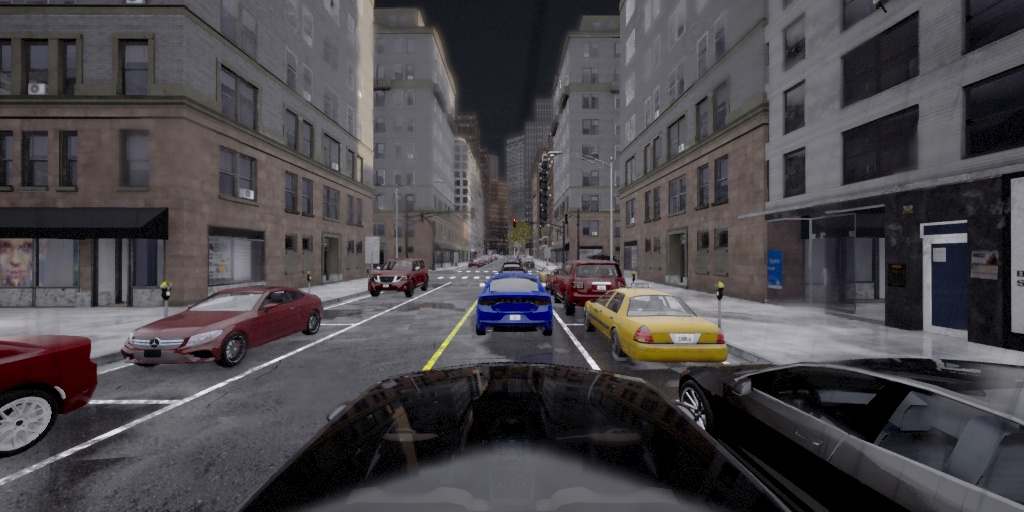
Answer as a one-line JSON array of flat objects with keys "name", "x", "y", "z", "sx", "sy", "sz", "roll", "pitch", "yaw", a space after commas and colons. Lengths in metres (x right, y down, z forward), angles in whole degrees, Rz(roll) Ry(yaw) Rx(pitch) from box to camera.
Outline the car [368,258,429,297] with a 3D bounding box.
[{"name": "car", "x": -5.791, "y": 1.046, "z": 18.961, "sx": 2.192, "sy": 1.841, "sz": 5.009, "roll": 0, "pitch": 0, "yaw": 0}]

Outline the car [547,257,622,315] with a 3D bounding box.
[{"name": "car", "x": 2.744, "y": 1.055, "z": 13.416, "sx": 2.192, "sy": 1.841, "sz": 5.009, "roll": 0, "pitch": 0, "yaw": 0}]

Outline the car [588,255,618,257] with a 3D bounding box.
[{"name": "car", "x": 9.191, "y": 0.869, "z": 39.708, "sx": 5.566, "sy": 2.045, "sz": 2.150, "roll": 0, "pitch": 0, "yaw": 0}]

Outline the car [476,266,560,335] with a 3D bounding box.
[{"name": "car", "x": 0.035, "y": 1.222, "z": 10.504, "sx": 1.882, "sy": 1.535, "sz": 5.008, "roll": 0, "pitch": 0, "yaw": -1}]

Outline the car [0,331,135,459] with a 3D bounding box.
[{"name": "car", "x": -5.764, "y": 1.296, "z": 2.303, "sx": 1.888, "sy": 1.381, "sz": 4.507, "roll": 0, "pitch": 0, "yaw": 0}]

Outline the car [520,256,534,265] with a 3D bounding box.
[{"name": "car", "x": 2.674, "y": 1.132, "z": 56.628, "sx": 2.007, "sy": 1.370, "sz": 4.403, "roll": 0, "pitch": 0, "yaw": 0}]

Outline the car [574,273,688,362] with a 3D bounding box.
[{"name": "car", "x": 2.753, "y": 1.272, "z": 8.032, "sx": 1.751, "sy": 1.417, "sz": 4.829, "roll": 0, "pitch": 0, "yaw": 0}]

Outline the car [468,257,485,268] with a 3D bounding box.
[{"name": "car", "x": -5.851, "y": 1.127, "z": 56.621, "sx": 1.888, "sy": 1.381, "sz": 4.507, "roll": 0, "pitch": 0, "yaw": 0}]

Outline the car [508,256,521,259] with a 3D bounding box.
[{"name": "car", "x": -0.004, "y": 1.100, "z": 61.543, "sx": 2.033, "sy": 1.411, "sz": 5.357, "roll": 0, "pitch": 0, "yaw": 0}]

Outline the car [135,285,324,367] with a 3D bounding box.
[{"name": "car", "x": -5.772, "y": 1.329, "z": 7.855, "sx": 1.802, "sy": 1.307, "sz": 4.207, "roll": 0, "pitch": 0, "yaw": 0}]

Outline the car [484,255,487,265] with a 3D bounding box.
[{"name": "car", "x": -5.860, "y": 0.990, "z": 62.046, "sx": 1.967, "sy": 1.591, "sz": 4.097, "roll": 0, "pitch": 0, "yaw": 0}]

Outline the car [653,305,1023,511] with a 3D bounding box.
[{"name": "car", "x": 2.761, "y": 1.316, "z": 2.310, "sx": 1.948, "sy": 1.339, "sz": 4.313, "roll": 0, "pitch": 0, "yaw": 0}]

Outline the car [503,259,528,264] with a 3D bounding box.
[{"name": "car", "x": 0.006, "y": 1.216, "z": 26.937, "sx": 1.837, "sy": 1.490, "sz": 4.892, "roll": 0, "pitch": 0, "yaw": 0}]

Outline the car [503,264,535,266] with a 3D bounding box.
[{"name": "car", "x": 0.067, "y": 1.297, "z": 18.024, "sx": 1.994, "sy": 1.385, "sz": 4.181, "roll": 0, "pitch": 0, "yaw": 0}]

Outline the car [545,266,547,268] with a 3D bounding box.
[{"name": "car", "x": 2.735, "y": 1.313, "z": 18.968, "sx": 1.802, "sy": 1.307, "sz": 4.207, "roll": 0, "pitch": 0, "yaw": 0}]
